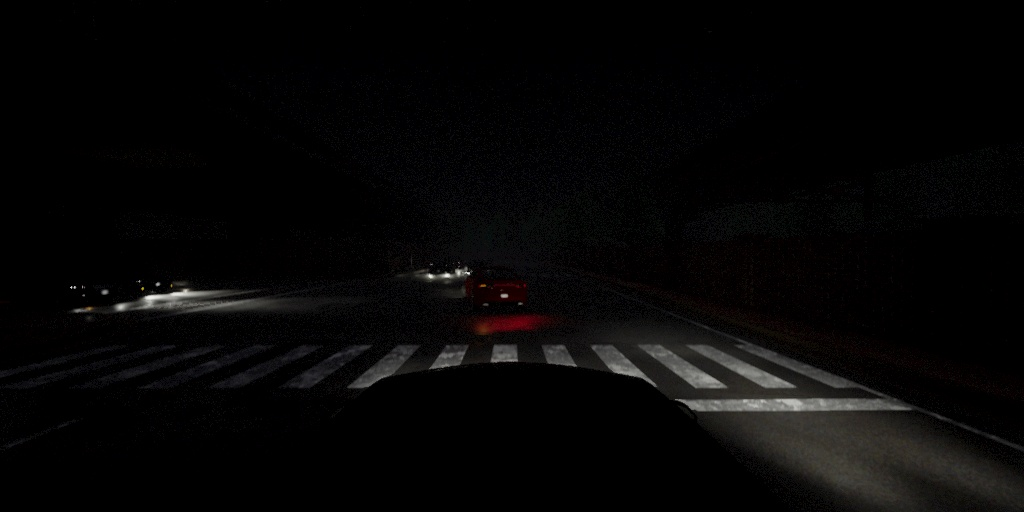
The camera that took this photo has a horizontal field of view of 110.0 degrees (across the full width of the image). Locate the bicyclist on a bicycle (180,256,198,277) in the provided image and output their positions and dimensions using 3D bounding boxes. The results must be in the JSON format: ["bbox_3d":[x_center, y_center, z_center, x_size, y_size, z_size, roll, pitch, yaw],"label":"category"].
[{"bbox_3d":[-25.513,0.847,28.353,0.582,1.620,1.656,0,1,-1],"label":"bicyclist on a bicycle"}]

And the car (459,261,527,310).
[{"bbox_3d":[-0.820,1.132,14.240,1.882,1.535,5.008,0,1,-13],"label":"car"}]

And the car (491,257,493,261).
[{"bbox_3d":[-3.788,0.929,47.031,1.812,1.442,4.674,0,0,-1],"label":"car"}]

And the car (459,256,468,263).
[{"bbox_3d":[-7.263,0.767,45.473,2.097,1.767,4.553,0,0,-1],"label":"car"}]

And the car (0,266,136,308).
[{"bbox_3d":[-18.321,1.148,13.956,4.902,1.511,2.128,0,0,-1],"label":"car"}]

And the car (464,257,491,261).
[{"bbox_3d":[-3.628,1.033,38.499,1.994,1.385,4.181,0,0,-1],"label":"car"}]

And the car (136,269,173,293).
[{"bbox_3d":[-19.237,1.193,17.446,4.181,1.385,1.994,0,0,-1],"label":"car"}]

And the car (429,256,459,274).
[{"bbox_3d":[-7.098,0.834,36.738,2.097,1.767,4.553,0,0,-1],"label":"car"}]
